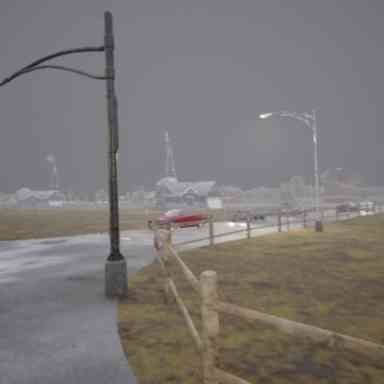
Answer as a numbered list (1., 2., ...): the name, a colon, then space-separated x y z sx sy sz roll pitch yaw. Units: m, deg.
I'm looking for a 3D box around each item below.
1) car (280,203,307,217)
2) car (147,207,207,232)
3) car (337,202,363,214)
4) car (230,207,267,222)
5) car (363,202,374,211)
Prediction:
1. car: 11.895 2.103 39.173 2.128 1.511 4.902 -3 -2 39
2. car: -0.984 1.882 23.504 1.882 1.535 5.008 -3 -2 39
3. car: 20.564 2.074 43.913 1.837 1.490 4.892 -3 -2 39
4. car: 5.285 2.066 31.124 1.994 1.385 4.181 -3 -2 40
5. car: 27.129 2.217 51.900 1.812 1.442 4.674 -3 -3 39
